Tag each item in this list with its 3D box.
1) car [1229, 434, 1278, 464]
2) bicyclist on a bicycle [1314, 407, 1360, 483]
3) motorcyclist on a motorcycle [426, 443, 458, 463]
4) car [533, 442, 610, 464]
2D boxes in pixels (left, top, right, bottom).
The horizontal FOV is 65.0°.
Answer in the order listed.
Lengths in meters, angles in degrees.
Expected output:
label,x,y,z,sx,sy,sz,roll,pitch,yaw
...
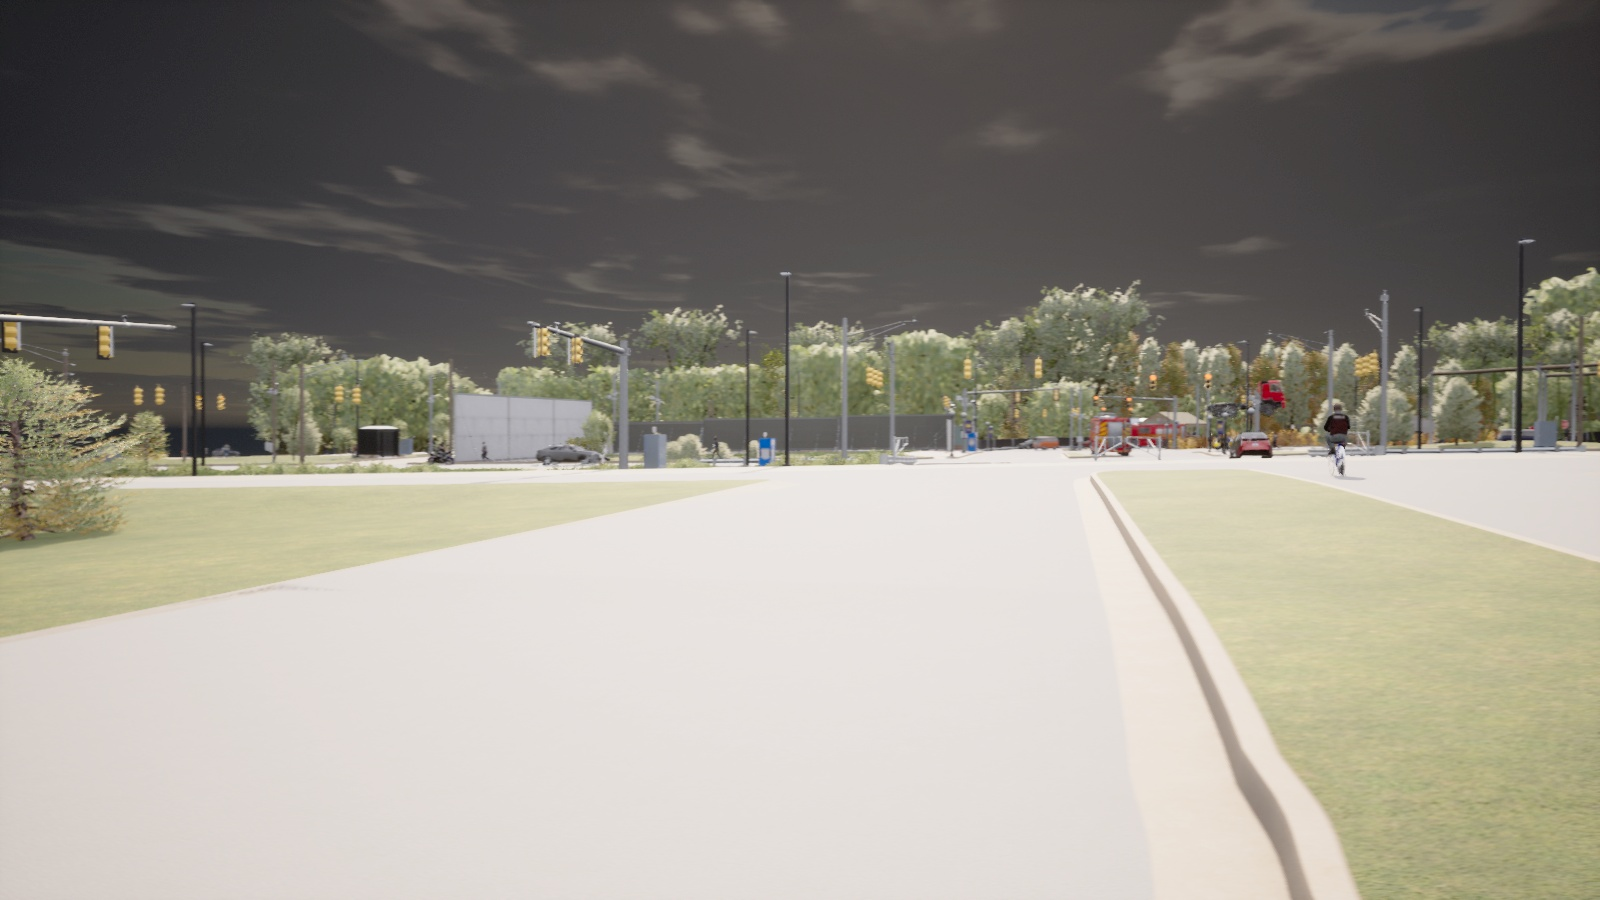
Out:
label,x,y,z,sx,sy,sz,roll,pitch,yaw
car,24.064,-0.065,66.740,2.007,1.525,4.514,0,1,14
bicyclist on a bicycle,12.912,-0.131,30.221,0.659,1.776,1.843,0,1,12
motorcyclist on a motorcycle,-27.191,0.224,95.420,2.191,1.530,0.866,0,1,12
car,-16.265,0.184,89.510,4.902,1.511,2.128,0,1,12
